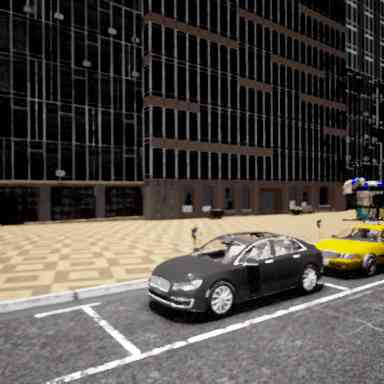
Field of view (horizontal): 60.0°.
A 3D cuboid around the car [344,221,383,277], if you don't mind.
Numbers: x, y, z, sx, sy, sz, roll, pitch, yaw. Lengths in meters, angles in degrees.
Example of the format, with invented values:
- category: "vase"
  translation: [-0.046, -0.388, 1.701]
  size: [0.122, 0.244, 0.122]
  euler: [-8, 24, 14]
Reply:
- category: "car"
  translation: [5.594, 1.620, 10.568]
  size: [4.829, 1.417, 1.752]
  euler: [1, -1, -35]

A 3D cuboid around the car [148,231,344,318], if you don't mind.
- category: "car"
  translation: [1.153, 1.596, 7.398]
  size: [4.403, 1.369, 2.008]
  euler: [1, -1, -35]
